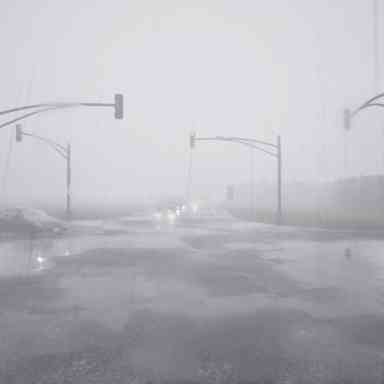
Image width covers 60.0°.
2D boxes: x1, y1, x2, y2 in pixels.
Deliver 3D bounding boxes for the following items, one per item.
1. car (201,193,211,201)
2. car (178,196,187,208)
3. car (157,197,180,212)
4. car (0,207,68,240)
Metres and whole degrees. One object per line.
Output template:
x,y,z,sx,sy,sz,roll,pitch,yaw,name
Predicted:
3.362,1.191,79.079,2.150,2.045,5.566,0,0,5,car
-2.357,1.486,47.560,2.128,1.511,4.902,0,0,3,car
-2.812,1.600,38.245,1.895,1.301,4.718,0,0,3,car
-8.380,1.496,16.958,4.674,1.442,1.812,0,-1,31,car
